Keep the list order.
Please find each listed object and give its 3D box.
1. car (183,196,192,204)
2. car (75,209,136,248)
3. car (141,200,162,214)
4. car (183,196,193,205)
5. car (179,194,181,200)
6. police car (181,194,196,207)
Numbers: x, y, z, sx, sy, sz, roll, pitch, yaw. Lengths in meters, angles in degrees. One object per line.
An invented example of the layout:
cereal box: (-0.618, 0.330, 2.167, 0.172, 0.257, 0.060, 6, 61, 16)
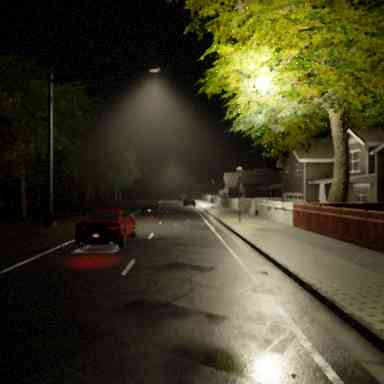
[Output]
car: (-0.922, 1.653, 68.859, 1.837, 1.490, 4.892, 0, 0, -2)
car: (-3.731, 1.512, 15.122, 1.882, 1.535, 5.008, 0, 0, -2)
car: (-4.353, 1.590, 35.840, 1.837, 1.490, 4.892, 0, 0, -2)
car: (-0.743, 1.602, 63.052, 1.801, 1.575, 5.366, 0, 0, -2)
car: (-2.566, 1.529, 88.203, 1.994, 1.385, 4.181, 0, 0, -2)
police car: (-0.432, 1.555, 52.979, 1.930, 1.638, 5.238, 0, 0, -2)
